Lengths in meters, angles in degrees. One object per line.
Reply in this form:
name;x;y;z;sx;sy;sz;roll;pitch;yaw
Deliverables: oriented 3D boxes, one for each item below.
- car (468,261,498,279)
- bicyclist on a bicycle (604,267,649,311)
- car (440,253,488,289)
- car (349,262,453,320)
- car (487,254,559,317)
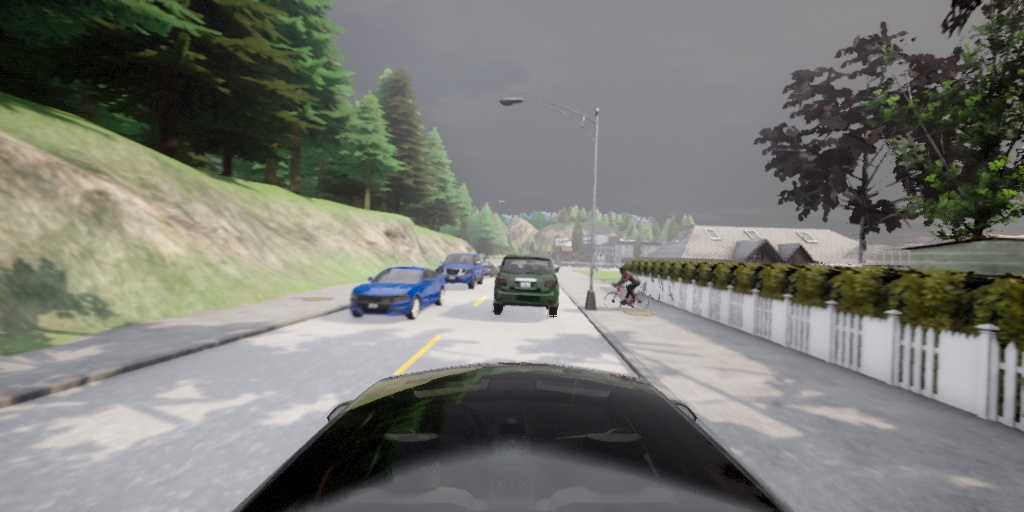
car;-2.527;1.183;32.068;1.994;1.385;4.181;2;0;4
bicyclist on a bicycle;4.216;1.220;13.204;1.656;1.620;0.582;1;-2;3
car;-3.085;0.837;22.173;2.150;2.045;5.566;2;0;3
car;-3.644;1.089;12.264;1.882;1.535;5.008;2;0;3
car;0.592;0.973;13.584;2.150;2.045;5.566;2;0;4
